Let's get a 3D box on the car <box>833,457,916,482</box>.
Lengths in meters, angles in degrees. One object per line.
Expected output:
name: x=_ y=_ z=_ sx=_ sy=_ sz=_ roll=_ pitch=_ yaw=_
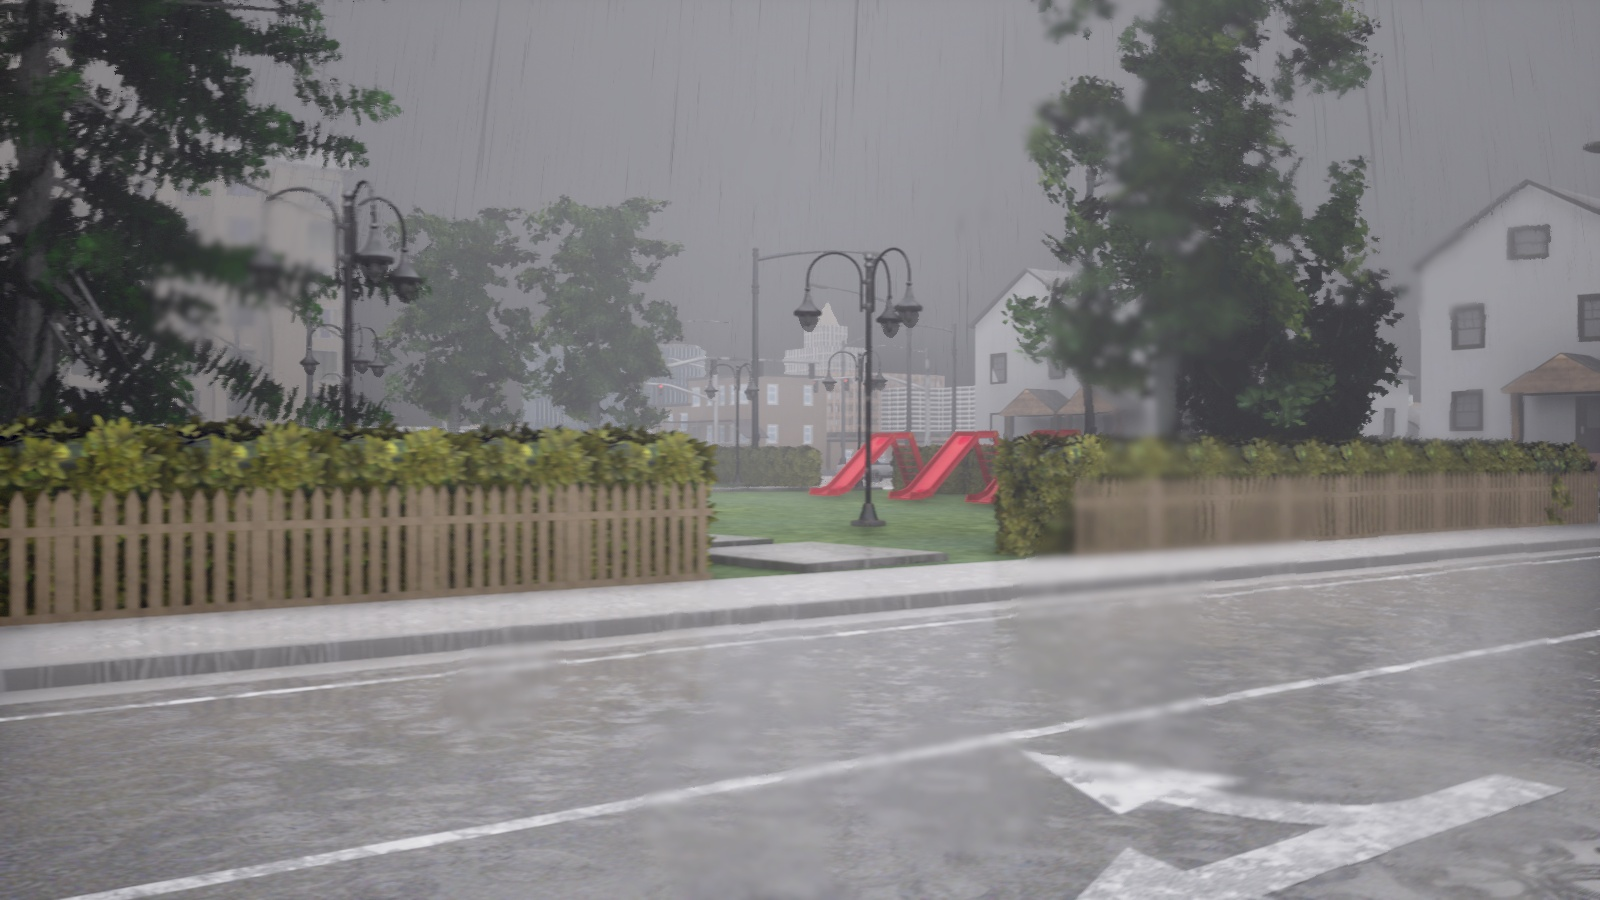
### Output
car: x=3.882 y=1.000 z=66.242 sx=1.895 sy=1.301 sz=4.718 roll=0 pitch=0 yaw=-35
